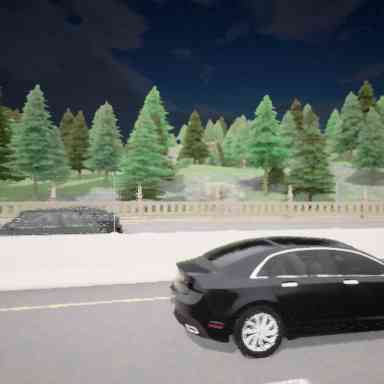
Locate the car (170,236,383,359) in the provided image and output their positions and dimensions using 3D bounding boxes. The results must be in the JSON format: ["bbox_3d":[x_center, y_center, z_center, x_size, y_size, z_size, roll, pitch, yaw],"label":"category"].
[{"bbox_3d":[2.075,1.531,5.683,4.892,1.490,1.837,0,0,-13],"label":"car"}]

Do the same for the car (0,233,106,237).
[{"bbox_3d":[-5.350,1.365,11.240,4.553,1.767,2.097,0,0,-15],"label":"car"}]
